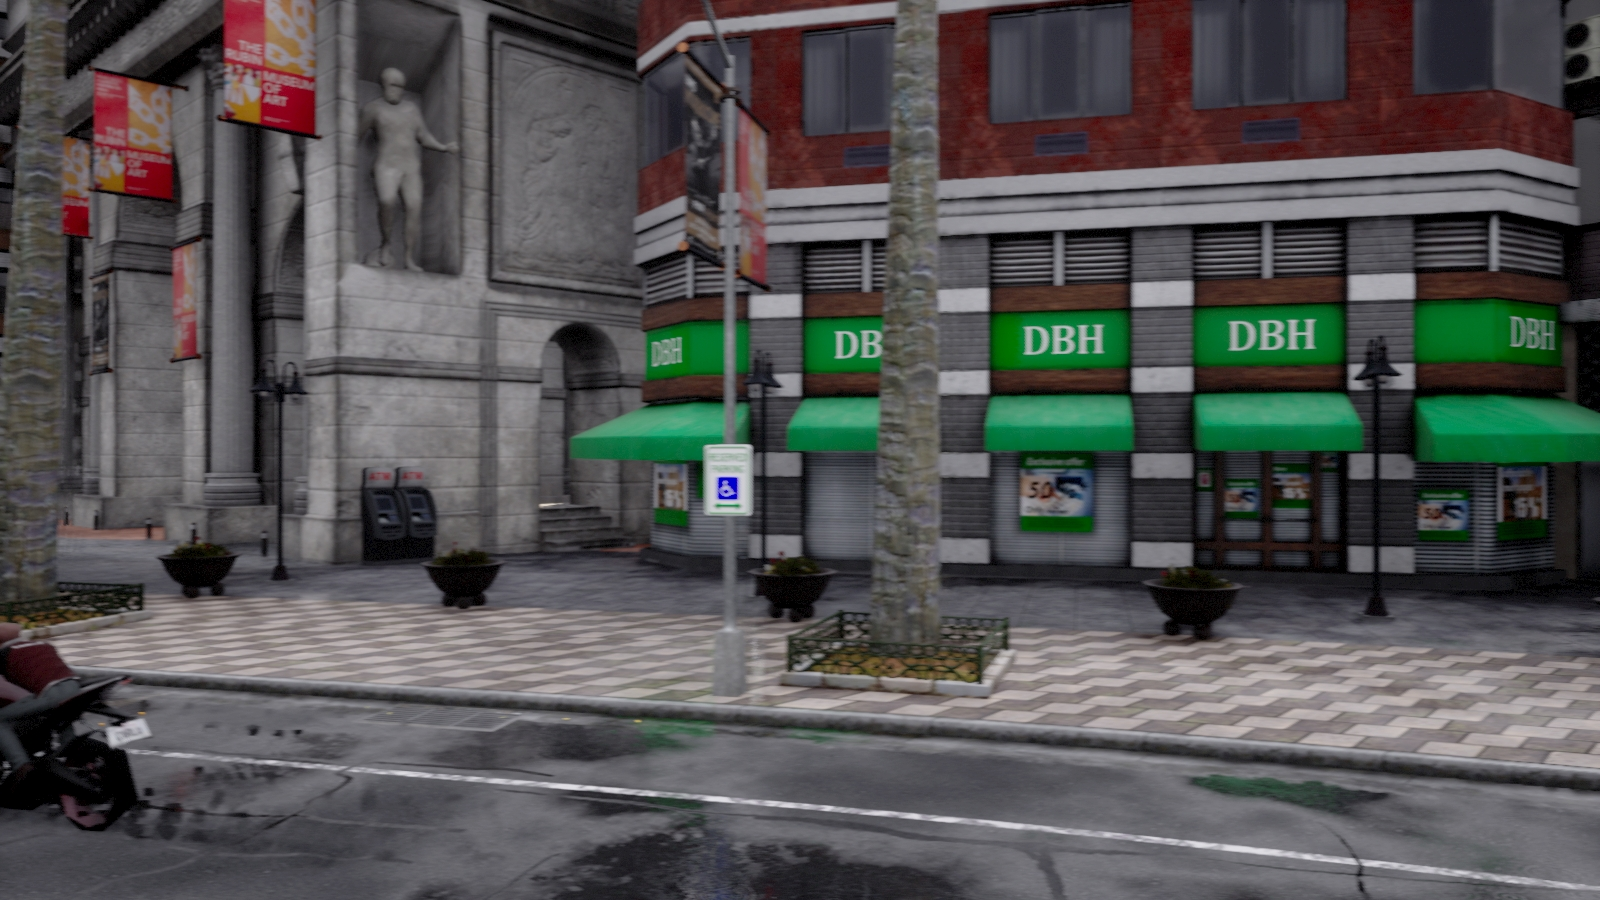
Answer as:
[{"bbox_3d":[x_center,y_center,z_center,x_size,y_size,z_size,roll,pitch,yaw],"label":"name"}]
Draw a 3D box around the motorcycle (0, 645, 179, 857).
[{"bbox_3d":[-5.949,2.203,8.657,2.209,1.251,0.867,0,0,16],"label":"motorcycle"}]
